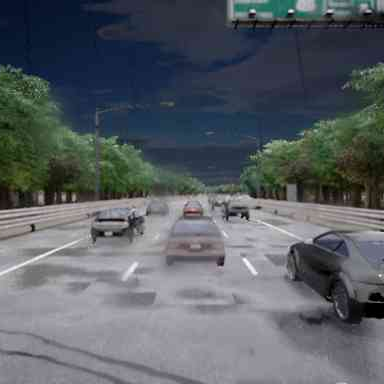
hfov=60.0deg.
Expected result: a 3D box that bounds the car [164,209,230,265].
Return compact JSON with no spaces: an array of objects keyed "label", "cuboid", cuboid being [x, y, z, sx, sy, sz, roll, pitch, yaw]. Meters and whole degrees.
[{"label":"car","cuboid":[0.099,1.546,11.636,2.033,1.411,5.357,0,0,0]}]

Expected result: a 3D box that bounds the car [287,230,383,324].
[{"label":"car","cuboid":[3.498,1.504,7.136,1.994,1.385,4.181,0,0,0]}]

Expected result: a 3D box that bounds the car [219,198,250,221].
[{"label":"car","cuboid":[3.497,1.458,27.129,1.837,1.490,4.892,0,0,0]}]

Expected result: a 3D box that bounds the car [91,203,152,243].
[{"label":"car","cuboid":[-3.404,1.495,15.980,2.128,1.511,4.902,0,0,0]}]

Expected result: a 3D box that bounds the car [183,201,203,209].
[{"label":"car","cuboid":[0.134,1.607,33.318,1.994,1.385,4.181,0,0,0]}]

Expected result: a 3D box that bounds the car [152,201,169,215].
[{"label":"car","cuboid":[-3.367,1.607,33.235,1.994,1.385,4.181,0,0,0]}]

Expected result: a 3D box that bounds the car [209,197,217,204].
[{"label":"car","cuboid":[4.675,1.878,74.782,1.895,1.301,4.718,0,0,3]}]

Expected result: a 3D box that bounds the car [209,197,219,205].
[{"label":"car","cuboid":[4.147,1.663,62.836,1.812,1.442,4.674,0,-1,2]}]

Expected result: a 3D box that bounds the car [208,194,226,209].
[{"label":"car","cuboid":[3.654,1.385,44.983,2.097,1.767,4.553,0,0,1]}]

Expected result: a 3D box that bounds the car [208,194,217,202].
[{"label":"car","cuboid":[5.269,1.610,85.683,2.150,2.045,5.566,0,-1,4]}]
